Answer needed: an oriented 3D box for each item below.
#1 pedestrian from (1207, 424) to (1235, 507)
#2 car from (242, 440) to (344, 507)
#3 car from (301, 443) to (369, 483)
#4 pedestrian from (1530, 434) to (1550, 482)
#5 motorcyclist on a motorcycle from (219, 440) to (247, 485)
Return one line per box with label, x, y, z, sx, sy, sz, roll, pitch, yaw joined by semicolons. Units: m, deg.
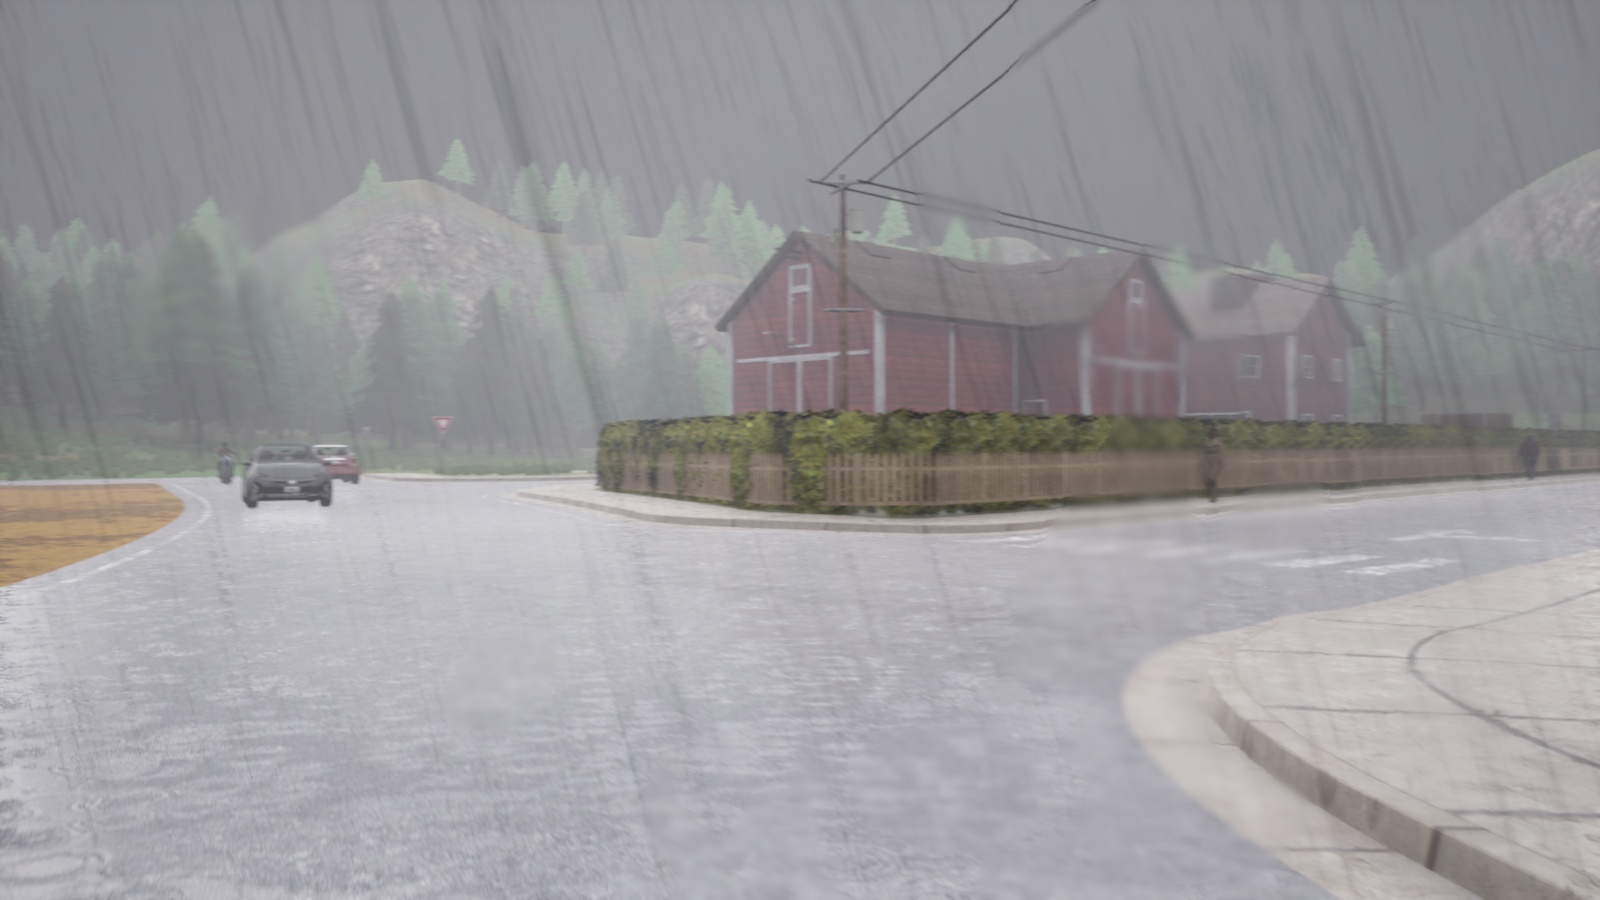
pedestrian;9.953;0.364;29.686;0.396;1.930;0.692;0;0;41
car;-12.581;0.530;31.018;2.007;1.525;4.514;0;0;-26
car;-17.801;0.459;48.020;1.970;1.475;3.806;0;0;-28
pedestrian;28.893;0.303;49.032;0.634;1.844;0.899;0;0;27
motorcyclist on a motorcycle;-21.503;0.446;47.591;0.766;1.649;2.350;0;1;-29
